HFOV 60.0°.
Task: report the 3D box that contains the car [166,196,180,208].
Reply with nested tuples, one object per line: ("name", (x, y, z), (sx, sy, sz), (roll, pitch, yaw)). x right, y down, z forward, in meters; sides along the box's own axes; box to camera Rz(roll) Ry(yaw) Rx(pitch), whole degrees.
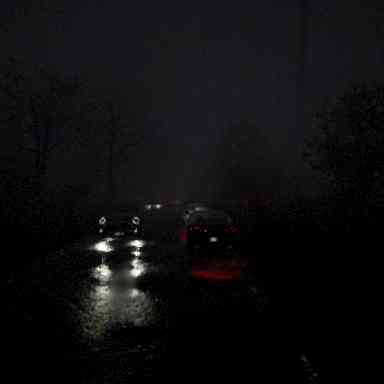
("car", (-2.446, 1.455, 48.532), (1.882, 1.535, 5.008), (0, 0, -6))

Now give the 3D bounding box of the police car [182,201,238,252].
("police car", (0.672, 1.416, 13.996), (1.930, 1.638, 5.238), (0, 0, -2))

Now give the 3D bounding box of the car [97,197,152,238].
("car", (-3.489, 1.344, 17.523), (2.097, 1.767, 4.553), (0, 0, -2))

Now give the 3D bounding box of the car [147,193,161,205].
("car", (-6.739, 1.199, 58.889), (2.150, 2.045, 5.566), (0, 0, -6))

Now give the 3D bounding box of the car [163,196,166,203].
("car", (-4.869, 1.482, 68.382), (1.812, 1.442, 4.674), (0, 0, -8))

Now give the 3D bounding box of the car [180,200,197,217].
("car", (0.267, 1.512, 23.926), (1.812, 1.442, 4.674), (0, 0, -3))

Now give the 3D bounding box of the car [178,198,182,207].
("car", (-0.077, 1.488, 29.946), (1.837, 1.490, 4.892), (0, 0, -4))
